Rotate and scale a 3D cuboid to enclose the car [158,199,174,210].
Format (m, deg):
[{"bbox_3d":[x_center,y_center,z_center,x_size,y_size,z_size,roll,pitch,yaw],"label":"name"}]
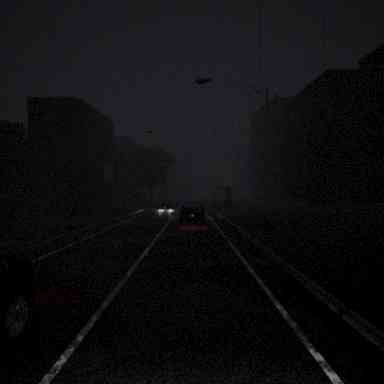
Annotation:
[{"bbox_3d":[-3.457,1.599,45.037,2.033,1.411,5.357,0,0,0],"label":"car"}]

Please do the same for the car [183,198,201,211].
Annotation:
[{"bbox_3d":[-0.052,1.535,41.672,2.128,1.511,4.902,0,0,0],"label":"car"}]

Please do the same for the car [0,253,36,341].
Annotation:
[{"bbox_3d":[-3.555,1.488,3.674,2.128,1.511,4.902,0,0,0],"label":"car"}]

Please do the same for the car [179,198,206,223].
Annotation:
[{"bbox_3d":[0.024,1.481,25.310,1.882,1.535,5.008,0,0,0],"label":"car"}]
